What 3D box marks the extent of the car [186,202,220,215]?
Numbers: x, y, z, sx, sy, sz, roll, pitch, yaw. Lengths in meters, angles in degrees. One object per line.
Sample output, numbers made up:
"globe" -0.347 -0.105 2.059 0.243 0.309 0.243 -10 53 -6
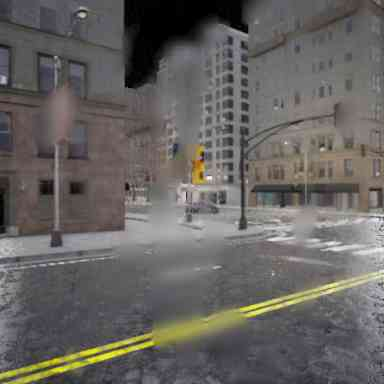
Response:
"car" 1.136 1.742 36.160 1.994 1.385 4.181 0 0 -36
